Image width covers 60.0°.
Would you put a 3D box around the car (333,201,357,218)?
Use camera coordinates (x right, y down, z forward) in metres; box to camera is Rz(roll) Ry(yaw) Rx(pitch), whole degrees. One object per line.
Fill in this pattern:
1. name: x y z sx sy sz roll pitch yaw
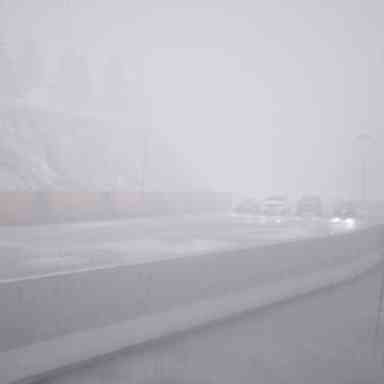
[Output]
1. car: 15.088 1.639 32.640 2.128 1.511 4.902 0 0 28

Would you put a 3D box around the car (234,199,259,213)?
1. car: 6.505 1.569 38.782 2.097 1.767 4.553 0 0 26

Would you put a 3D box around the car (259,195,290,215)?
1. car: 9.453 1.373 36.875 2.150 2.045 5.566 0 0 26

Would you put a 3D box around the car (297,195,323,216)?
1. car: 12.612 1.370 35.364 2.150 2.045 5.566 0 0 26
